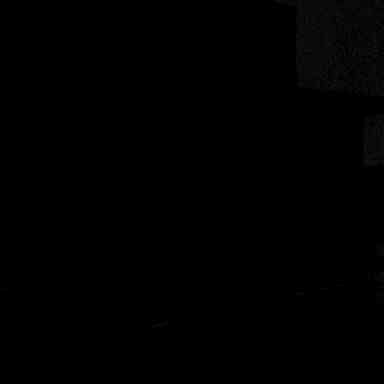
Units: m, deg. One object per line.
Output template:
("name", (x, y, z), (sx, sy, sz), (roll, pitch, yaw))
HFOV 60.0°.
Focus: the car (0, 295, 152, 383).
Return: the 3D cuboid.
("car", (-2.645, 1.480, 1.816), (5.008, 1.535, 1.882), (0, 0, -37))
